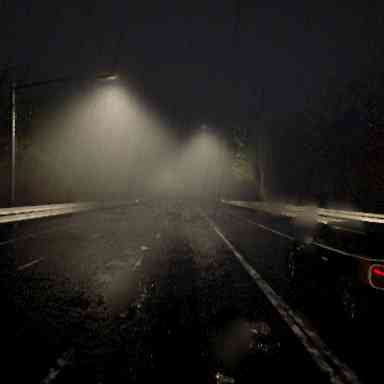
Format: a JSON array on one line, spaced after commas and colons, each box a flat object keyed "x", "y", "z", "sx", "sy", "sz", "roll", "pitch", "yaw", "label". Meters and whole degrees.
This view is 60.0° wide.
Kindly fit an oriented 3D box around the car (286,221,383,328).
[{"x": 3.657, "y": 1.416, "z": 7.296, "sx": 2.097, "sy": 1.767, "sz": 4.553, "roll": 0, "pitch": 0, "yaw": -2, "label": "car"}]
